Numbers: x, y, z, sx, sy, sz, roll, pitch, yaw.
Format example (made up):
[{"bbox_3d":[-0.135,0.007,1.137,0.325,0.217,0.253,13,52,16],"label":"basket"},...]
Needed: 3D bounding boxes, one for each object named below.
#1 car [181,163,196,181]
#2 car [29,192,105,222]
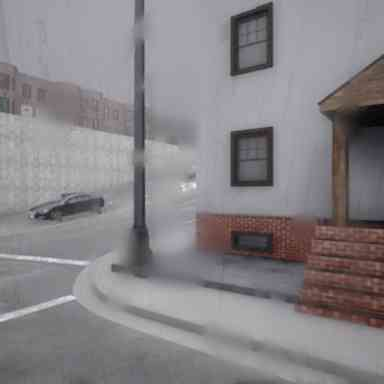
[{"bbox_3d":[0.754,-2.177,33.155,1.812,1.442,4.674,0,14,35],"label":"car"},{"bbox_3d":[-7.774,0.835,20.975,2.128,1.511,4.902,0,7,35],"label":"car"}]
